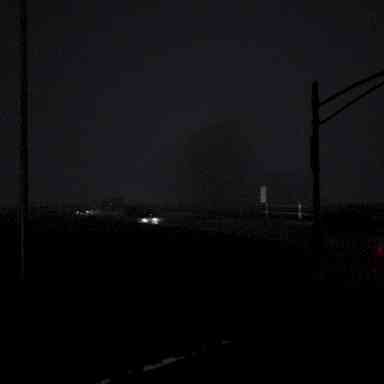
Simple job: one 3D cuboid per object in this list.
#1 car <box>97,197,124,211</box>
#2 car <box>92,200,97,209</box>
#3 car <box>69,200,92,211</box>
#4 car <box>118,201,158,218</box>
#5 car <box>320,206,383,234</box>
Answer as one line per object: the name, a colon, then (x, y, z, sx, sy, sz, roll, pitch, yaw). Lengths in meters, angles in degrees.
car: (-12.206, 1.819, 51.433, 2.150, 2.045, 5.566, -1, 0, -35)
car: (-18.454, 2.238, 60.033, 2.128, 1.511, 4.902, -1, 0, -36)
car: (-18.278, 2.344, 53.810, 1.895, 1.301, 4.718, -1, 0, -36)
car: (-5.762, 1.994, 36.300, 2.033, 1.411, 5.357, -1, 0, -36)
car: (9.688, 1.574, 20.209, 2.128, 1.511, 4.902, -1, 0, -18)
